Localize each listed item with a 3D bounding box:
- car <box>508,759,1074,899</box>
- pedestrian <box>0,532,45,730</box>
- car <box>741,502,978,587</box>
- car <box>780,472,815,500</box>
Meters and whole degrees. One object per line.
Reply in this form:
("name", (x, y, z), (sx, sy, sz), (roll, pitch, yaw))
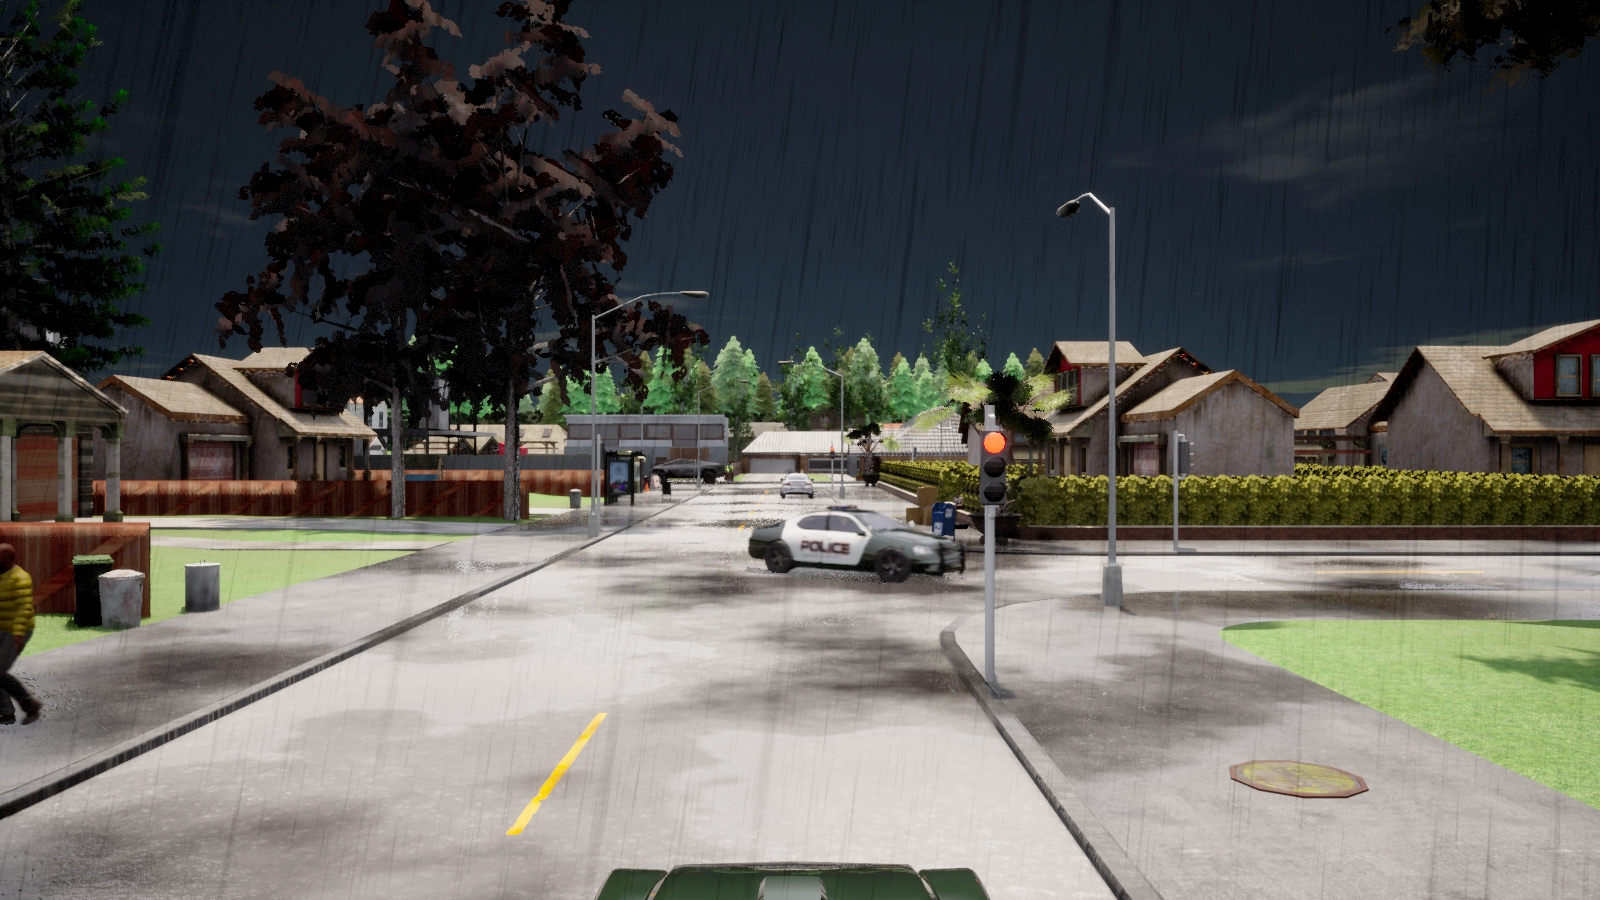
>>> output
("car", (-0.028, 2.155, 3.193), (1.895, 1.301, 4.718), (0, 0, 0))
("pedestrian", (-7.678, 1.746, 11.170), (0.375, 1.860, 0.375), (0, 0, 33))
("car", (1.266, 2.038, 25.604), (4.974, 1.542, 2.038), (0, 0, 36))
("car", (-0.164, 2.081, 66.907), (2.002, 1.442, 4.674), (0, 0, 0))
